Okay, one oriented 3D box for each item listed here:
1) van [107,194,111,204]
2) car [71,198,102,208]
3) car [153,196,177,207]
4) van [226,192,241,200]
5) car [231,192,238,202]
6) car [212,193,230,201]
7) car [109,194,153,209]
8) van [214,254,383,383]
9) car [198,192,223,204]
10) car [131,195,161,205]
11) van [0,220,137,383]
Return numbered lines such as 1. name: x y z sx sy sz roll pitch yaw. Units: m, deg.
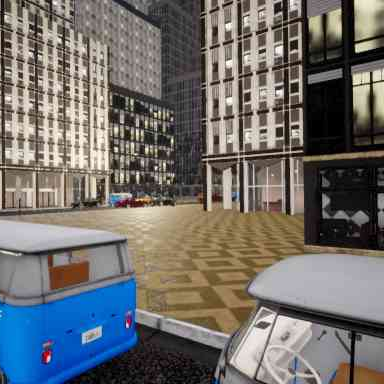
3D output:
1. van: -10.510 1.136 48.382 1.690 1.788 3.998 0 0 36
2. car: -13.845 1.404 43.835 1.947 1.339 4.313 0 0 36
3. car: -3.729 1.231 43.458 2.008 1.369 4.403 0 0 36
4. van: 9.507 0.873 75.670 1.690 1.788 3.998 0 0 36
5. car: 6.275 1.101 57.096 2.008 1.369 4.403 0 0 36
6. car: 6.172 1.017 71.122 1.967 1.590 4.097 0 0 36
7. car: -7.064 1.268 38.912 1.887 1.381 4.507 0 0 36
8. van: 1.930 1.341 1.510 3.998 1.788 1.690 0 -1 36
9. car: 2.938 0.909 52.549 2.192 1.841 5.009 0 0 36
10. car: -7.273 1.279 52.793 1.752 1.417 4.829 0 0 36
11. van: -2.607 1.342 4.753 3.998 1.788 1.690 0 -1 36
